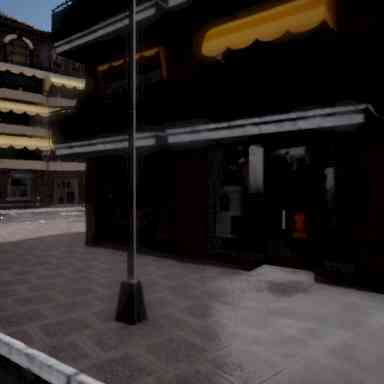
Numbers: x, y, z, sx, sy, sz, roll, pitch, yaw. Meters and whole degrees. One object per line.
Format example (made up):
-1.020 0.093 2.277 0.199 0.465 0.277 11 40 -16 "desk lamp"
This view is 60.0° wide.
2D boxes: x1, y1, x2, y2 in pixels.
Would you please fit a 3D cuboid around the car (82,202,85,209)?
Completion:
-8.870 1.087 33.222 4.206 1.307 1.802 -1 2 -40 "car"
